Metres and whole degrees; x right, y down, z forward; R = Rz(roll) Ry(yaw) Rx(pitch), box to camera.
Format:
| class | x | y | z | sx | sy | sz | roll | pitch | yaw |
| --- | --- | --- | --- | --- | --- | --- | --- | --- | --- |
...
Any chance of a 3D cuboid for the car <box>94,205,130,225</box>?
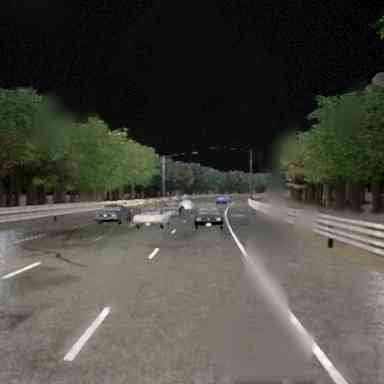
| class | x | y | z | sx | sy | sz | roll | pitch | yaw |
| --- | --- | --- | --- | --- | --- | --- | --- | --- | --- |
| car | -5.889 | 1.728 | 25.762 | 2.033 | 1.411 | 5.357 | 0 | 0 | 4 |

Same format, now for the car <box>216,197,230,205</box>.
| class | x | y | z | sx | sy | sz | roll | pitch | yaw |
| --- | --- | --- | --- | --- | --- | --- | --- | --- | --- |
| car | 5.826 | 1.788 | 64.795 | 1.882 | 1.535 | 5.008 | 0 | 0 | 10 |

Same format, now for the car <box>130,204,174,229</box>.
| class | x | y | z | sx | sy | sz | roll | pitch | yaw |
| --- | --- | --- | --- | --- | --- | --- | --- | --- | --- |
| car | -2.668 | 1.768 | 23.350 | 1.895 | 1.301 | 4.718 | 0 | 0 | 4 |

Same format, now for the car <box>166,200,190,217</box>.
| class | x | y | z | sx | sy | sz | roll | pitch | yaw |
| --- | --- | --- | --- | --- | --- | --- | --- | --- | --- |
| car | -1.822 | 1.724 | 34.146 | 2.128 | 1.511 | 4.902 | 0 | 0 | 5 |

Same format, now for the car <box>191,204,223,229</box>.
| class | x | y | z | sx | sy | sz | roll | pitch | yaw |
| --- | --- | --- | --- | --- | --- | --- | --- | --- | --- |
| car | 1.138 | 1.768 | 23.163 | 1.895 | 1.301 | 4.718 | 0 | 0 | 2 |

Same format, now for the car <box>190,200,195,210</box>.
| class | x | y | z | sx | sy | sz | roll | pitch | yaw |
| --- | --- | --- | --- | --- | --- | --- | --- | --- | --- |
| car | -0.684 | 1.823 | 44.944 | 1.812 | 1.442 | 4.674 | 0 | 0 | 7 |
